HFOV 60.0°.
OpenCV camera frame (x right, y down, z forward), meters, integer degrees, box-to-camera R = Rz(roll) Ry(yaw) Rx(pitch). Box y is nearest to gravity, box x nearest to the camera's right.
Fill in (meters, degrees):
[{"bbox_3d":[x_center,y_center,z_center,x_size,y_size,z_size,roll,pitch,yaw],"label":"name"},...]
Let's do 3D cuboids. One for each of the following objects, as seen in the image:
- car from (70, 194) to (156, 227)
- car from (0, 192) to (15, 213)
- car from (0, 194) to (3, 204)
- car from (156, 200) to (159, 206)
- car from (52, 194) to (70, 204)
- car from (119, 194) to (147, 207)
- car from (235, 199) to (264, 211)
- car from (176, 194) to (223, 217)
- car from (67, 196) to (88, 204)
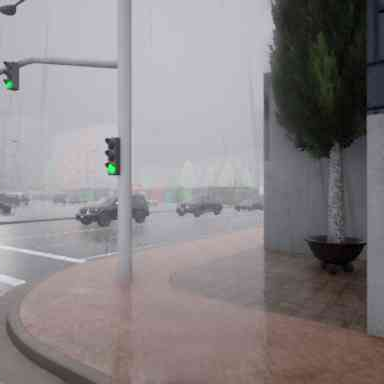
[{"bbox_3d":[-5.455,1.251,23.713,2.150,2.045,5.566,0,0,36],"label":"car"},{"bbox_3d":[-20.122,1.213,33.677,3.866,1.878,1.905,0,0,35],"label":"car"},{"bbox_3d":[-38.568,1.262,64.028,4.605,1.855,1.932,0,0,35],"label":"car"},{"bbox_3d":[-7.096,1.453,52.046,3.806,1.475,1.970,0,0,35],"label":"car"},{"bbox_3d":[-23.075,1.239,59.826,4.605,1.855,1.932,0,0,35],"label":"car"},{"bbox_3d":[-8.783,1.214,49.693,3.866,1.878,1.905,0,0,35],"label":"car"},{"bbox_3d":[7.227,1.576,40.621,2.033,1.411,5.357,0,0,37],"label":"car"},{"bbox_3d":[0.821,1.250,32.112,2.150,2.045,5.566,0,0,37],"label":"car"},{"bbox_3d":[-21.345,1.449,62.150,3.905,1.438,1.784,0,0,35],"label":"car"}]
